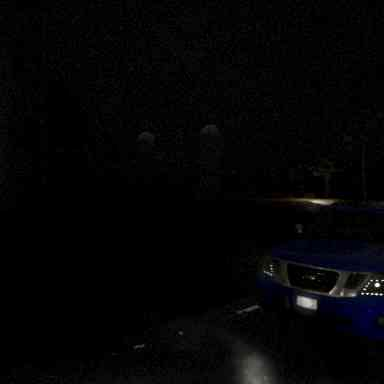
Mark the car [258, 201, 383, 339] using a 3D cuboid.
[{"bbox_3d":[3.580,1.229,6.712,2.150,2.045,5.566,0,0,45],"label":"car"}]
